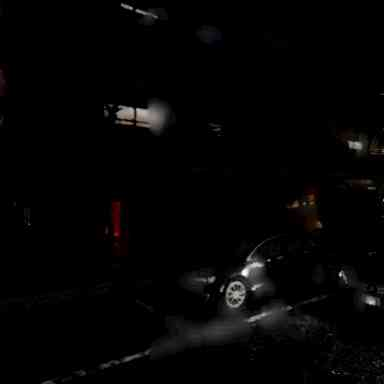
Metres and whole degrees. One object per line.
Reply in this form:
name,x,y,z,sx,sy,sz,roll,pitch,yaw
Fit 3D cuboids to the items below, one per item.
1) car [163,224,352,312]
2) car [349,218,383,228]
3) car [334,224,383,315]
car,1.421,1.541,7.580,4.403,1.369,2.008,0,0,-36
car,5.919,1.527,10.790,4.507,1.381,1.887,0,0,-36
car,4.842,1.513,6.801,4.674,1.442,1.812,0,0,-35
